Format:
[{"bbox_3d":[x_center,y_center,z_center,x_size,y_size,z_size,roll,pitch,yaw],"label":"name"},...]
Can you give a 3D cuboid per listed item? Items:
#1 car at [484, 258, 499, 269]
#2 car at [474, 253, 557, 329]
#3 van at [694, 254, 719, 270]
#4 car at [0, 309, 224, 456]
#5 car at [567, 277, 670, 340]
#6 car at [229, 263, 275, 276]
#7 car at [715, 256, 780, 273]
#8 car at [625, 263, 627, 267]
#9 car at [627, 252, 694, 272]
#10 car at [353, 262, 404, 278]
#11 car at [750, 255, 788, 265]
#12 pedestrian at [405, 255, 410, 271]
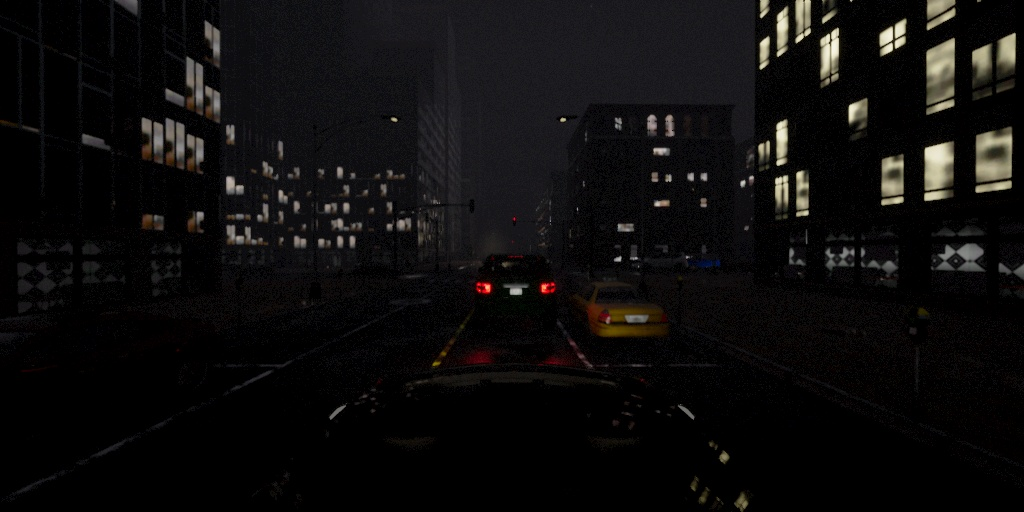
[{"bbox_3d":[-2.938,1.067,52.111,2.033,1.411,5.357,0,0,-3],"label":"car"},{"bbox_3d":[0.086,0.927,11.211,2.150,2.045,5.566,0,0,0],"label":"car"},{"bbox_3d":[20.928,0.623,39.951,3.998,1.789,1.690,0,0,-1],"label":"van"},{"bbox_3d":[-5.318,1.321,3.924,1.802,1.307,4.207,0,0,0],"label":"car"},{"bbox_3d":[2.555,1.239,9.663,1.751,1.417,4.829,0,0,0],"label":"car"},{"bbox_3d":[-28.452,1.474,39.275,4.403,1.370,2.007,0,0,-1],"label":"car"},{"bbox_3d":[21.047,0.879,32.071,4.507,1.381,1.888,0,0,-1],"label":"car"},{"bbox_3d":[15.273,0.668,39.884,5.009,1.841,2.192,0,0,-1],"label":"car"},{"bbox_3d":[15.386,0.591,37.415,5.566,2.045,2.150,-1,0,-1],"label":"car"},{"bbox_3d":[-12.718,1.276,34.223,4.674,1.442,1.812,-1,0,-3],"label":"car"},{"bbox_3d":[26.599,0.791,37.547,4.181,1.385,1.994,-1,0,-1],"label":"car"},{"bbox_3d":[-12.404,0.832,42.475,0.375,1.860,0.375,0,1,-1],"label":"pedestrian"}]
